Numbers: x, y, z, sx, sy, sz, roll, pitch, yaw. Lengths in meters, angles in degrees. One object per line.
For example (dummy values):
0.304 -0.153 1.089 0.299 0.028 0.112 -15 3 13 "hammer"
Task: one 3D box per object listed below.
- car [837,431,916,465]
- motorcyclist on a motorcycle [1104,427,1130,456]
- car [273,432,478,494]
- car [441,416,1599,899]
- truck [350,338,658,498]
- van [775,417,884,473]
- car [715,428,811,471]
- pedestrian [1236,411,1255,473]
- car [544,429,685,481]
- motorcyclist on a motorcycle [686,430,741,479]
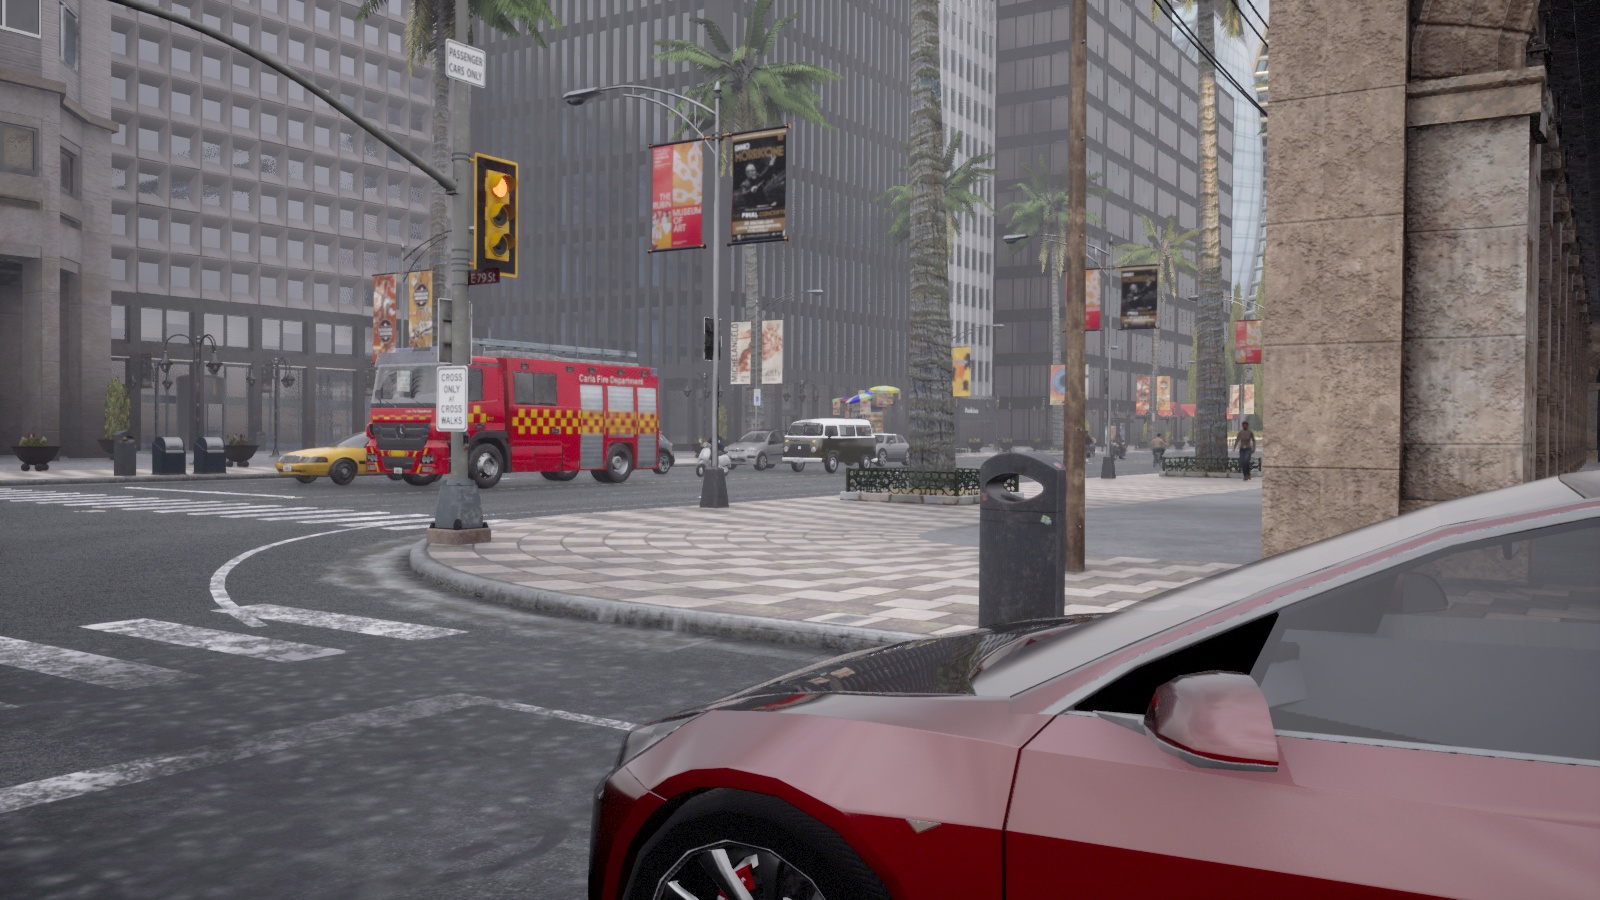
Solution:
3.556 -0.123 57.677 1.970 1.475 3.806 0 1 33 "car"
18.964 -0.515 75.087 0.766 1.649 2.350 0 1 33 "motorcyclist on a motorcycle"
-11.593 0.301 34.719 1.801 1.575 5.366 0 1 34 "car"
1.787 0.681 2.457 4.792 1.488 2.163 0 1 33 "car"
-7.730 -0.831 34.274 2.891 3.827 8.468 0 1 33 "truck"
1.180 -0.208 47.746 2.069 2.038 4.480 0 1 33 "van"
-1.431 -0.042 50.141 1.851 1.617 3.988 0 1 33 "car"
13.213 -0.240 37.262 0.328 1.805 0.869 0 1 33 "pedestrian"
-6.252 0.133 42.845 2.033 1.649 4.856 0 1 34 "car"
-2.858 0.142 41.631 0.866 1.590 1.817 0 1 33 "motorcyclist on a motorcycle"
